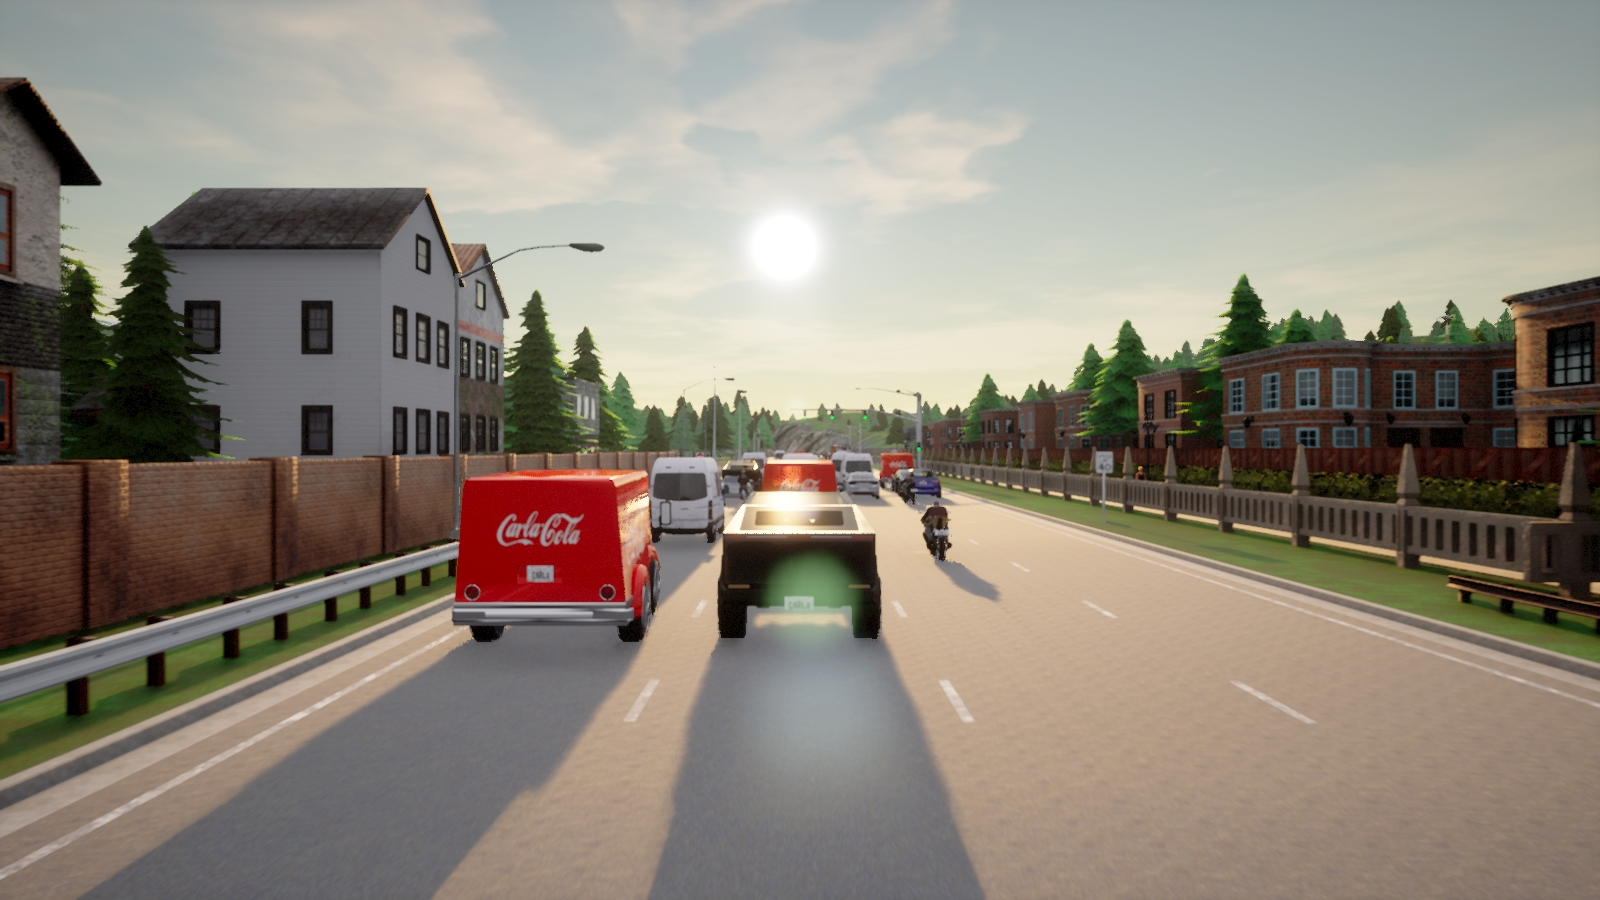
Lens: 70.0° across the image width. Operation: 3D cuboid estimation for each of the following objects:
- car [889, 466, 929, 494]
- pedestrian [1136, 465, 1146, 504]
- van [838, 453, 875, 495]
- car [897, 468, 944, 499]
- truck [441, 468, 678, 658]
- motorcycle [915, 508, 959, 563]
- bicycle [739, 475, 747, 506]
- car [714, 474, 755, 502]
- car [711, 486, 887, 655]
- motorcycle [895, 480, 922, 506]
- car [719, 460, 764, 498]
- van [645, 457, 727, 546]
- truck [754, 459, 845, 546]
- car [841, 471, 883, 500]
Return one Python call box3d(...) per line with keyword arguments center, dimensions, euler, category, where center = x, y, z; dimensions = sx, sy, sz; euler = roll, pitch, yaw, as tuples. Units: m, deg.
box3d(center=(7.006, 1.936, 74.154), dimensions=(2.097, 1.638, 5.238), euler=(0, 0, 0), category="car")
box3d(center=(16.409, 1.666, 55.000), dimensions=(0.375, 1.860, 0.375), euler=(0, 0, 0), category="pedestrian")
box3d(center=(3.549, 1.488, 72.817), dimensions=(1.988, 2.561, 5.915), euler=(0, 0, 0), category="van")
box3d(center=(7.002, 1.925, 66.854), dimensions=(2.242, 1.667, 4.611), euler=(0, 0, 0), category="car")
box3d(center=(-3.510, 1.558, 17.969), dimensions=(2.627, 2.467, 5.204), euler=(0, 0, 0), category="truck")
box3d(center=(3.526, 2.186, 29.486), dimensions=(0.867, 1.251, 2.209), euler=(0, 0, 0), category="motorcycle")
box3d(center=(-2.874, 2.024, 57.556), dimensions=(0.329, 1.471, 1.835), euler=(0, 0, -5), category="bicycle")
box3d(center=(-3.551, 2.079, 62.548), dimensions=(1.994, 1.385, 4.181), euler=(0, 0, 0), category="car")
box3d(center=(-0.010, 1.741, 18.691), dimensions=(2.390, 2.098, 6.274), euler=(0, 0, 0), category="car")
box3d(center=(5.548, 2.168, 58.526), dimensions=(0.867, 1.251, 2.209), euler=(0, 0, -10), category="motorcycle")
box3d(center=(-3.494, 1.710, 69.396), dimensions=(2.390, 2.098, 6.274), euler=(0, 0, 0), category="car")
box3d(center=(-3.508, 1.511, 36.254), dimensions=(1.988, 2.561, 5.915), euler=(0, 0, 0), category="van")
box3d(center=(-0.005, 1.547, 35.681), dimensions=(2.627, 2.467, 5.204), euler=(0, 0, 0), category="truck")
box3d(center=(3.506, 1.993, 65.517), dimensions=(2.097, 1.535, 5.006), euler=(0, 0, 0), category="car")
